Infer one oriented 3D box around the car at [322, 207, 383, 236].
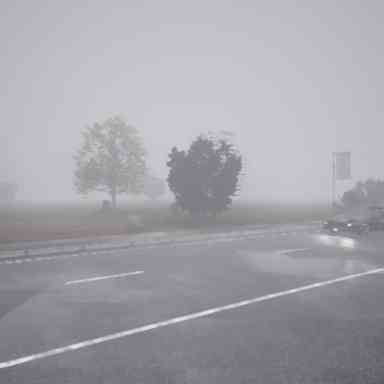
[{"bbox_3d":[9.589,1.521,18.189,5.357,1.411,2.033,0,0,-30],"label":"car"}]
